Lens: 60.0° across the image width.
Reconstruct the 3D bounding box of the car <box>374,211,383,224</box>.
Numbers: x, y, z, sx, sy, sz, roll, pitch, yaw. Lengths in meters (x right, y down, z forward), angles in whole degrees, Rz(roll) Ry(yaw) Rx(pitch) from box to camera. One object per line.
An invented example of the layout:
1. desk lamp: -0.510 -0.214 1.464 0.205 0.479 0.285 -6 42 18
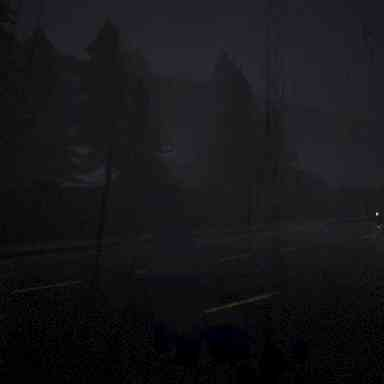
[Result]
1. car: 14.561 1.542 22.910 4.718 1.301 1.895 0 0 -35
